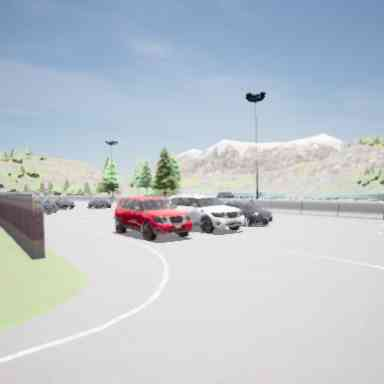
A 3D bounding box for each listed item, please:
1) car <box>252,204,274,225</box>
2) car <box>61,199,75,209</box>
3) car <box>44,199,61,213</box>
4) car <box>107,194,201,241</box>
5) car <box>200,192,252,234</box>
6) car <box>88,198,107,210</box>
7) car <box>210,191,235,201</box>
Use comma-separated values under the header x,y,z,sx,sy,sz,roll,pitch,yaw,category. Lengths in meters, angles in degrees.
x,y,z,sx,sy,sz,roll,pitch,yaw,category
3.146,1.371,21.947,1.837,1.490,4.892,-2,1,-35,car
-17.481,1.598,45.109,2.033,1.411,5.357,-2,1,-35,car
-17.026,1.590,38.360,1.882,1.535,5.008,-2,1,-35,car
-2.222,1.246,17.404,2.150,2.045,5.566,-2,1,-35,car
0.583,1.166,19.500,2.150,2.045,5.566,-2,1,-35,car
-12.072,1.520,43.484,1.994,1.385,4.181,-2,1,-35,car
5.628,0.755,61.175,2.097,1.767,4.553,-2,1,-35,car
